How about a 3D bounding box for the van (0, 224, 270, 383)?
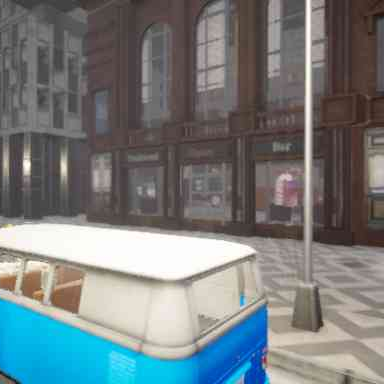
[{"bbox_3d":[-1.146,1.337,3.776,3.998,1.788,1.690,0,0,35],"label":"van"}]
